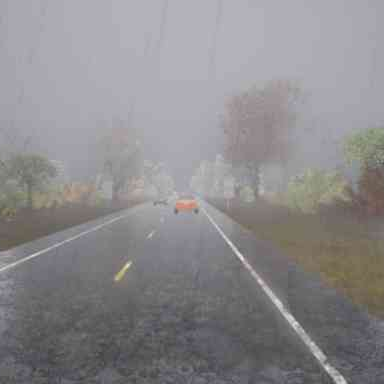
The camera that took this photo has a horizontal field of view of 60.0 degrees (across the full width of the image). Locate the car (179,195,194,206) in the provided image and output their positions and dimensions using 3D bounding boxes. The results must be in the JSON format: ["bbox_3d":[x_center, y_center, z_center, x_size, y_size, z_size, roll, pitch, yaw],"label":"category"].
[{"bbox_3d":[-0.719,1.132,45.718,1.895,1.301,4.718,-1,1,0],"label":"car"}]

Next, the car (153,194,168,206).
[{"bbox_3d":[-4.279,1.124,46.074,1.837,1.490,4.892,-1,1,-1],"label":"car"}]

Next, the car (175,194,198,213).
[{"bbox_3d":[-0.515,1.013,31.593,2.097,1.767,4.553,-1,1,-1],"label":"car"}]
